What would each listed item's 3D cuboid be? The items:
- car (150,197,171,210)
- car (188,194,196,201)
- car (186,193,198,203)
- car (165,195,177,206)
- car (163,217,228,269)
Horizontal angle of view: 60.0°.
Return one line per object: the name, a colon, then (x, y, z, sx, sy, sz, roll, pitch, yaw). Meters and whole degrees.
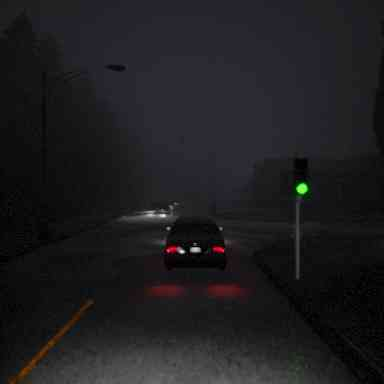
car: (-4.089, 1.586, 41.910, 1.895, 1.301, 4.718, 0, 0, 0)
car: (-0.001, 1.305, 78.905, 1.837, 1.490, 4.892, 0, 0, 0)
car: (0.000, 1.197, 68.515, 2.150, 2.045, 5.566, 0, 0, 0)
car: (-4.060, 1.487, 55.318, 1.837, 1.490, 4.892, 0, 0, 0)
car: (0.092, 1.544, 11.088, 2.033, 1.411, 5.357, 0, 0, 0)
